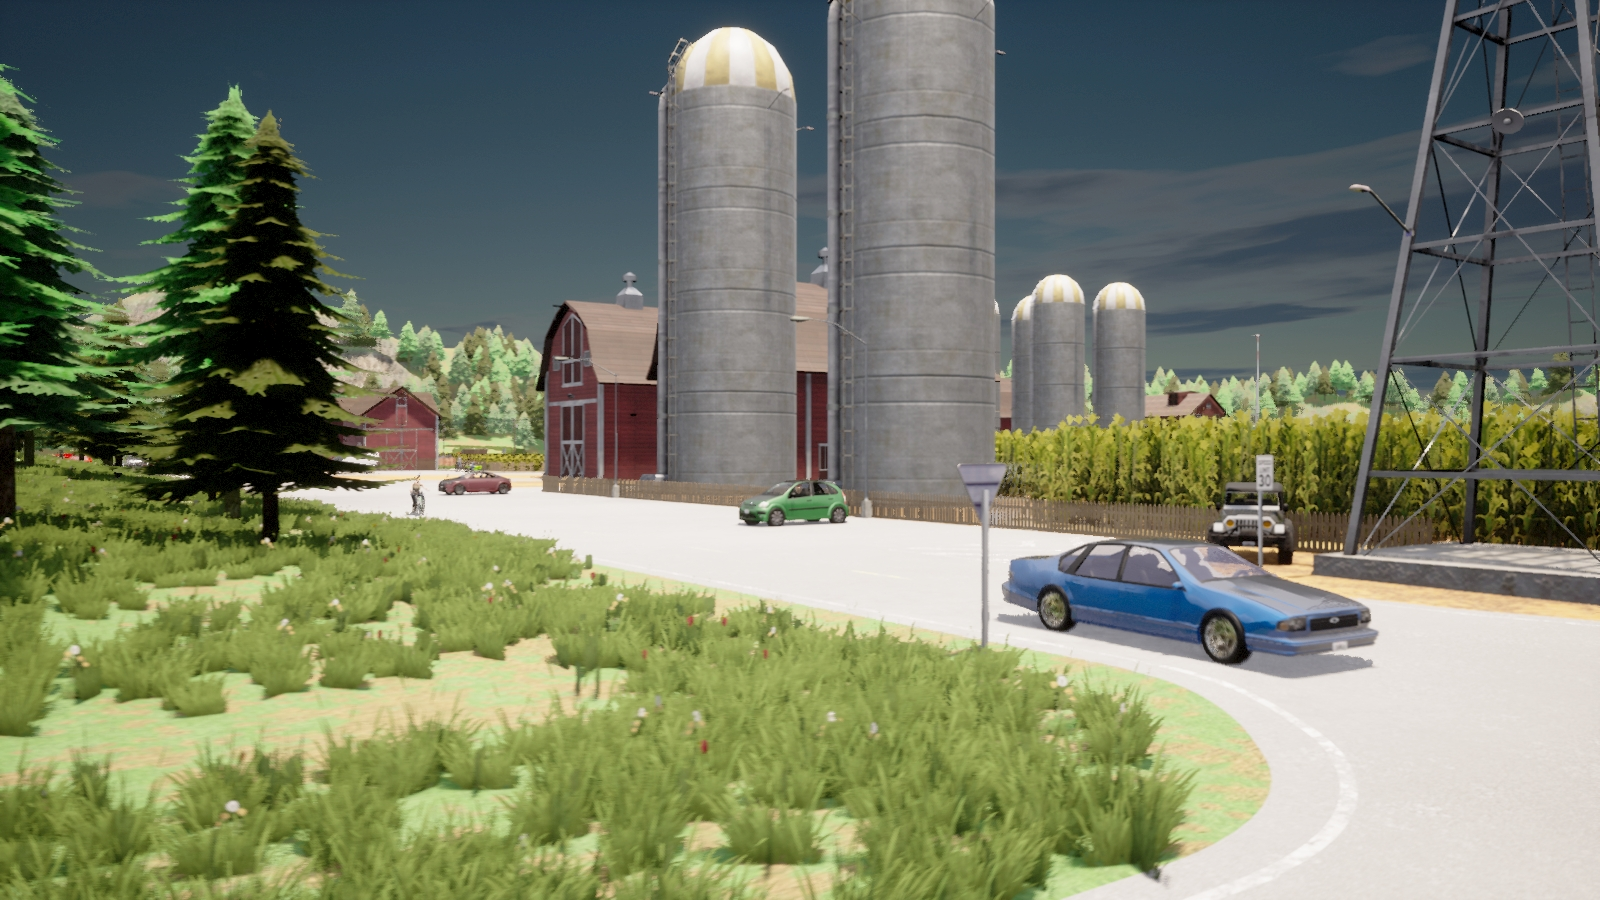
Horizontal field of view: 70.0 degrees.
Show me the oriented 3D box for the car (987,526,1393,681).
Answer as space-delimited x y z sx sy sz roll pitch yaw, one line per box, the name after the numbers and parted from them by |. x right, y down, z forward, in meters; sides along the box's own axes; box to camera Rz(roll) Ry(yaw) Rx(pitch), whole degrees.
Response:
5.148 1.968 16.025 2.033 1.411 5.357 0 0 -31 | car

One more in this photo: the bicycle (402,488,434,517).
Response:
-15.502 2.116 46.392 0.859 1.080 1.487 0 0 -34 | bicycle
